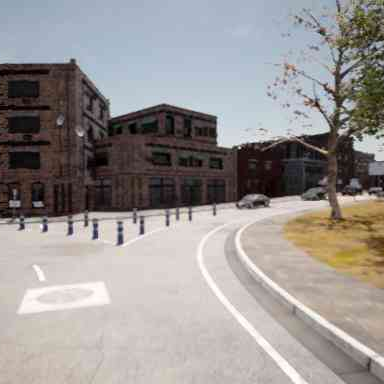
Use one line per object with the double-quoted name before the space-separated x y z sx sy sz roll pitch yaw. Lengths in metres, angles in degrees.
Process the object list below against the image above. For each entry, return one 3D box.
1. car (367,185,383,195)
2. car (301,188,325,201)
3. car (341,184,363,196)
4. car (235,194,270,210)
"car" 32.462 -0.106 58.408 1.895 1.301 4.718 -1 2 44
"car" 17.286 0.289 47.218 2.097 1.767 4.553 -1 4 44
"car" 28.316 -0.370 58.773 2.150 2.045 5.566 -1 2 44
"car" 6.602 1.021 35.926 2.128 1.511 4.902 -1 2 43
